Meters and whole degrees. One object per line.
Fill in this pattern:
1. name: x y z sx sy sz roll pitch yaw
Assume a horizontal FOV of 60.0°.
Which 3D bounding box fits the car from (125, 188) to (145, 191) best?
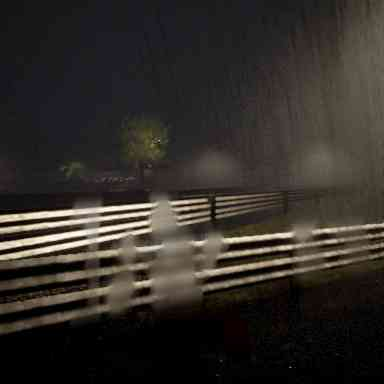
1. car: -7.619 0.297 42.266 2.097 1.767 4.553 0 1 31
